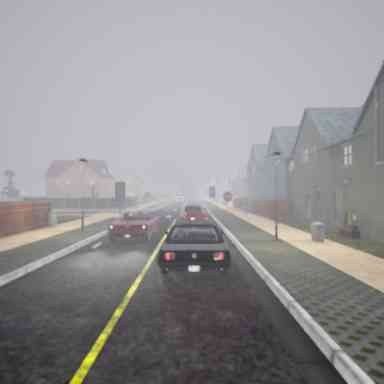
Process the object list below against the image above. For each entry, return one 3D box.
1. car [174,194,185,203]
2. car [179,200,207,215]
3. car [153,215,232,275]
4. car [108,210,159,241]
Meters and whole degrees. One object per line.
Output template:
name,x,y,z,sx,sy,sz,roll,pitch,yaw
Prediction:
car,-2.755,1.364,73.777,2.150,2.045,5.566,0,0,0
car,0.067,1.566,23.779,1.812,1.442,4.674,0,0,0
car,0.076,1.618,10.461,1.895,1.301,4.718,0,0,0
car,-2.834,1.629,16.832,1.895,1.301,4.718,0,0,0
